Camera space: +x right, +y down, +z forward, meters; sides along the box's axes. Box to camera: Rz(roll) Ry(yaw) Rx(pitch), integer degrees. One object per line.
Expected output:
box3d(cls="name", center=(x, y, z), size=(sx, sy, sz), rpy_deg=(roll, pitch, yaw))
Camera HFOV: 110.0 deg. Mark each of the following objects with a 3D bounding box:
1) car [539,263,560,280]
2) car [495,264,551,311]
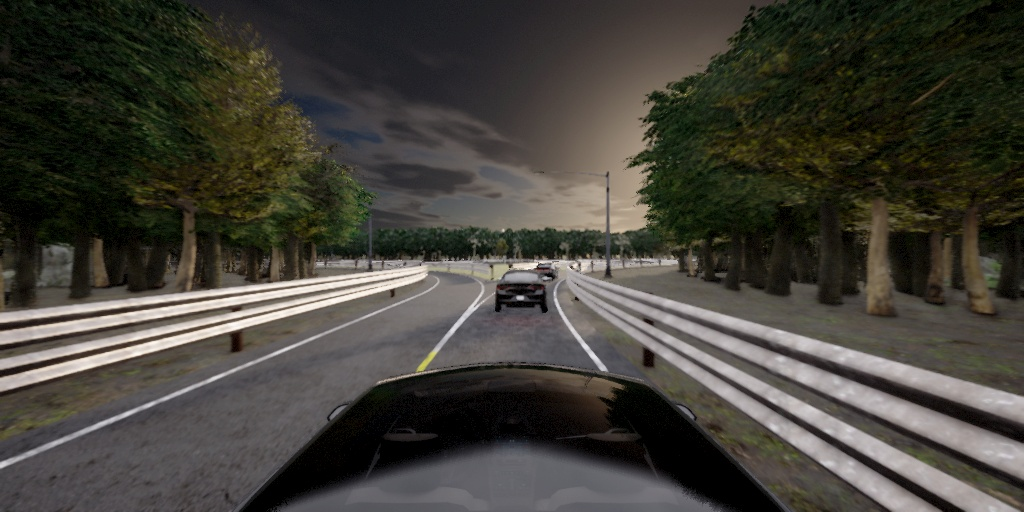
box3d(cls="car", center=(3.161, 1.355, 32.331), size=(1.837, 1.490, 4.892), rpy_deg=(-1, 0, 13))
box3d(cls="car", center=(0.448, 1.272, 14.663), size=(1.882, 1.535, 5.008), rpy_deg=(0, 0, 4))
